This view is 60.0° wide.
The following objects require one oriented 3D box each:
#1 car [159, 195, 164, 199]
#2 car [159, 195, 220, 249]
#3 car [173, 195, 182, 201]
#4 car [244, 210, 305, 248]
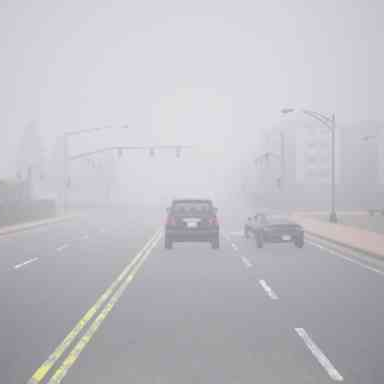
[{"bbox_3d":[-7.000,1.449,81.273,1.882,1.535,5.008,0,0,0],"label":"car"},{"bbox_3d":[0.000,1.257,14.680,2.150,2.045,5.566,0,0,0],"label":"car"},{"bbox_3d":[-3.500,1.449,81.275,1.882,1.535,5.008,0,0,0],"label":"car"},{"bbox_3d":[3.500,1.532,14.650,1.812,1.442,4.674,0,0,0],"label":"car"}]
